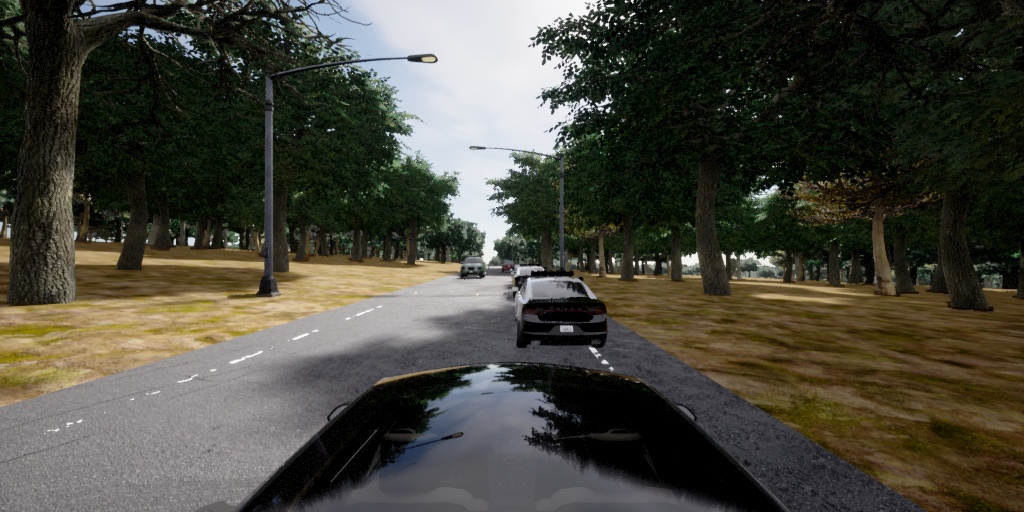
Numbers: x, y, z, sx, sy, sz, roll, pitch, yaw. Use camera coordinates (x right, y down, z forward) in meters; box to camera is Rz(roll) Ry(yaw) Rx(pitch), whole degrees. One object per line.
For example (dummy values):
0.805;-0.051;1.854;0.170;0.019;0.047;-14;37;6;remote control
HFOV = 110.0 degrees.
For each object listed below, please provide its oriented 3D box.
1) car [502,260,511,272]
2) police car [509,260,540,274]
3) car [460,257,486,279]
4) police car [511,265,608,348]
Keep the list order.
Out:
-0.421;1.402;51.669;2.097;1.767;4.553;0;-1;-1;car
0.966;1.219;19.440;1.930;1.638;5.238;-1;0;0;police car
-3.737;1.134;35.200;2.150;2.045;5.566;0;0;-1;car
1.033;1.190;9.426;1.930;1.638;5.238;0;0;0;police car
